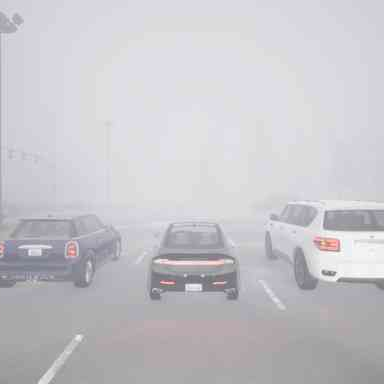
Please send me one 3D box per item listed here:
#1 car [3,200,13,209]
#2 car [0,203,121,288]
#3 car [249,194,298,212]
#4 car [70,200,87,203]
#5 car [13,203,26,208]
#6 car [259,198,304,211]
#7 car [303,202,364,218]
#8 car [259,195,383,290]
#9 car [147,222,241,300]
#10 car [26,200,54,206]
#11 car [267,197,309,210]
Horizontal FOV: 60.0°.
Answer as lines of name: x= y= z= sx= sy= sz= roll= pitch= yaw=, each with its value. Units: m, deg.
car: x=-16.475 y=1.547 z=24.333 sx=5.357 sy=1.411 sz=2.033 roll=0 pitch=0 yaw=-17
car: x=-3.439 y=1.352 z=9.443 sx=2.097 sy=1.767 sz=4.553 roll=0 pitch=0 yaw=0
car: x=9.134 y=1.222 z=36.544 sx=5.566 sy=2.045 sz=2.150 roll=0 pitch=0 yaw=-6
car: x=-13.978 y=1.601 z=39.495 sx=4.718 sy=1.301 sz=1.895 roll=0 pitch=0 yaw=-14
car: x=-18.604 y=1.477 z=30.961 sx=5.008 sy=1.535 sz=1.882 roll=0 pitch=0 yaw=-17
car: x=10.766 y=1.505 z=40.197 sx=4.892 sy=1.490 sz=1.837 roll=0 pitch=0 yaw=-5
car: x=12.621 y=1.601 z=29.848 sx=4.718 sy=1.301 sz=1.895 roll=0 pitch=0 yaw=-5
car: x=3.557 y=1.221 z=9.218 sx=2.150 sy=2.045 sz=5.566 roll=0 pitch=0 yaw=0
car: x=0.054 y=1.492 z=8.362 sx=2.128 sy=1.511 sz=4.902 roll=0 pitch=0 yaw=1
car: x=-16.076 y=1.564 z=35.288 sx=4.181 sy=1.385 sz=1.994 roll=0 pitch=0 yaw=-15
car: x=12.546 y=1.491 z=43.859 sx=4.902 sy=1.511 sz=2.128 roll=0 pitch=0 yaw=-4
